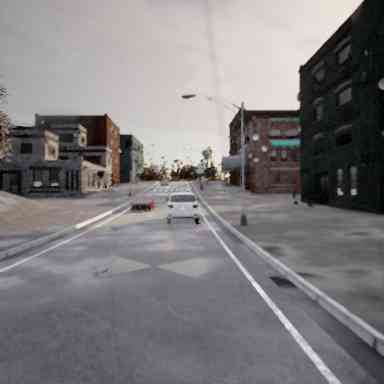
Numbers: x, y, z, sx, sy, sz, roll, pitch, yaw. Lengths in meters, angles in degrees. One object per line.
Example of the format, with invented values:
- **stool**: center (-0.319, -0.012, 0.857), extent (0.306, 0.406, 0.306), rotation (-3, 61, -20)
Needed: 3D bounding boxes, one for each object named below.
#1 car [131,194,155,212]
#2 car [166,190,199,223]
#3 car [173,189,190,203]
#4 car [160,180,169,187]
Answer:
- **car**: center (-4.644, 0.987, 31.905), extent (1.882, 1.535, 5.008), rotation (0, 3, -2)
- **car**: center (-0.660, 1.007, 23.579), extent (2.150, 2.045, 5.566), rotation (0, 2, -2)
- **car**: center (-1.316, 0.467, 42.560), extent (2.033, 1.411, 5.357), rotation (0, 4, -2)
- **car**: center (-6.001, -1.916, 73.624), extent (1.837, 1.490, 4.892), rotation (0, 4, -2)
